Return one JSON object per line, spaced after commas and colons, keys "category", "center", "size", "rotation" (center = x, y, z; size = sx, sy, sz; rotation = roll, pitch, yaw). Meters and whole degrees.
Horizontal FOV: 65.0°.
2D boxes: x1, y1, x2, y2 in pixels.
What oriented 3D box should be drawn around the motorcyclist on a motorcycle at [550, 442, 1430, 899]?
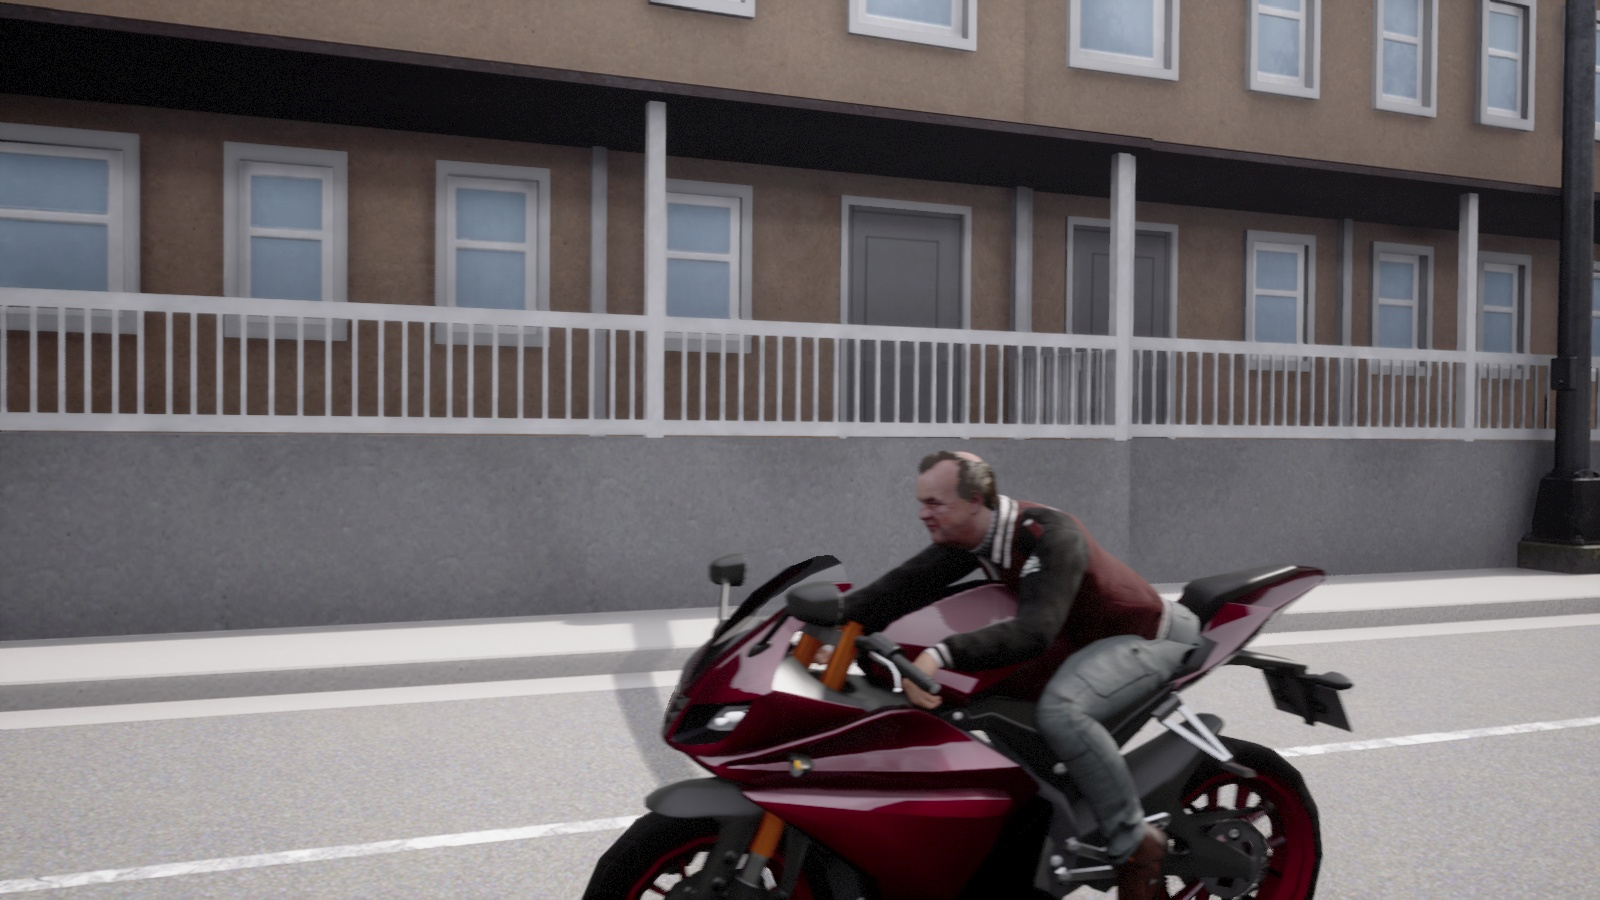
{"category": "motorcyclist on a motorcycle", "center": [0.508, 0.767, 3.400], "size": [2.191, 1.530, 0.866], "rotation": [-1, 1, -20]}
